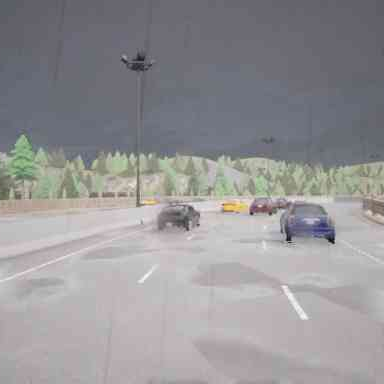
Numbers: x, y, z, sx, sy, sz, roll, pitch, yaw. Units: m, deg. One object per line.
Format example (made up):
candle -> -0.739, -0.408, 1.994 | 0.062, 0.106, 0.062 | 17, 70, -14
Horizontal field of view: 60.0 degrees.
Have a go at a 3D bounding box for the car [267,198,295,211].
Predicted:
car -> 11.432, 1.549, 42.281 | 2.033, 1.411, 5.357 | 0, 0, 31

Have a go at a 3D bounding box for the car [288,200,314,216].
car -> 10.804, 1.546, 32.759 | 1.994, 1.385, 4.181 | 0, 0, 24

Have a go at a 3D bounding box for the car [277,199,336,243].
car -> 5.567, 1.347, 16.447 | 2.097, 1.767, 4.553 | 0, 0, 12

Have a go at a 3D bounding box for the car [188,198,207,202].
car -> 0.476, 1.561, 44.087 | 1.837, 1.490, 4.892 | -1, 0, 28

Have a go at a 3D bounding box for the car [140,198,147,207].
car -> -5.843, 1.571, 47.061 | 1.882, 1.535, 5.008 | -1, 0, 27

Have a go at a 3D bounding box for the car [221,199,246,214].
car -> 4.718, 1.494, 36.271 | 1.882, 1.535, 5.008 | 0, 0, 23

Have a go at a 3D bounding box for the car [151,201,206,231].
car -> -0.685, 1.516, 20.533 | 1.837, 1.490, 4.892 | 0, 0, 13

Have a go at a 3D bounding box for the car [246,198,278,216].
car -> 7.213, 1.352, 33.255 | 2.097, 1.767, 4.553 | 0, 0, 23

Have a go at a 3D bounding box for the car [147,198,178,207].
car -> -3.356, 1.563, 44.191 | 2.128, 1.511, 4.902 | 0, 0, 26
